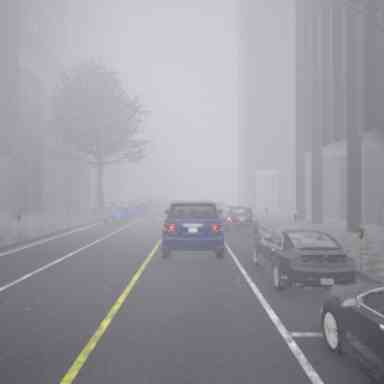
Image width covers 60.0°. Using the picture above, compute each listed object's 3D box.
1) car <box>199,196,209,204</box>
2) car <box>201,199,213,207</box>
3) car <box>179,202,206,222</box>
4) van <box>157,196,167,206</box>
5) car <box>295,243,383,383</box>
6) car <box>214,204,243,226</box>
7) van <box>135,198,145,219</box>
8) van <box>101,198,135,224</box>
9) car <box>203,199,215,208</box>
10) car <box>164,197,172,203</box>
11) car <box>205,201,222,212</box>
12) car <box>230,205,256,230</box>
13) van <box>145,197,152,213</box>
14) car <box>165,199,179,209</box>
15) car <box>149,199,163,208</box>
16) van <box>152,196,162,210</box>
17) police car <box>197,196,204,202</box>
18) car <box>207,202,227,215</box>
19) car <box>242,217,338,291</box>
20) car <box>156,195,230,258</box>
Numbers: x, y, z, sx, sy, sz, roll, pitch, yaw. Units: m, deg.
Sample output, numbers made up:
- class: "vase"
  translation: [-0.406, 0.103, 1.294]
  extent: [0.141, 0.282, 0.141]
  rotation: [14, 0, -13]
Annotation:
- class: "car"
  translation: [2.698, 1.796, 76.401]
  extent: [2.192, 1.841, 5.009]
  rotation: [0, 0, 0]
- class: "car"
  translation: [2.712, 1.935, 59.543]
  extent: [1.947, 1.339, 4.313]
  rotation: [0, 0, 0]
- class: "car"
  translation: [0.043, 1.669, 29.321]
  extent: [2.128, 1.511, 4.902]
  rotation: [0, 0, 0]
- class: "van"
  translation: [-5.817, 1.747, 65.147]
  extent: [1.690, 1.788, 3.998]
  rotation: [0, 0, 0]
- class: "car"
  translation: [2.761, 1.571, 3.356]
  extent: [2.008, 1.369, 4.403]
  rotation: [0, 0, 0]
- class: "car"
  translation: [2.741, 1.682, 26.001]
  extent: [1.752, 1.417, 4.829]
  rotation: [0, 0, 0]
- class: "van"
  translation: [-5.788, 1.531, 31.437]
  extent: [1.690, 1.788, 3.998]
  rotation: [0, 0, 0]
- class: "van"
  translation: [-5.783, 1.497, 25.819]
  extent: [1.690, 1.788, 3.998]
  rotation: [0, 0, 0]
- class: "car"
  translation: [2.717, 1.859, 54.094]
  extent: [1.752, 1.417, 4.829]
  rotation: [0, 0, 0]
- class: "car"
  translation: [-5.832, 2.044, 81.830]
  extent: [1.752, 1.417, 4.829]
  rotation: [0, 0, 0]
- class: "car"
  translation: [2.727, 1.826, 42.686]
  extent: [1.947, 1.339, 4.313]
  rotation: [0, 0, 0]
- class: "car"
  translation: [2.747, 1.561, 20.213]
  extent: [1.967, 1.590, 4.097]
  rotation: [0, 0, 0]
- class: "van"
  translation: [-5.793, 1.566, 37.055]
  extent: [1.690, 1.788, 3.998]
  rotation: [0, 0, 0]
- class: "car"
  translation: [-3.119, 1.886, 52.274]
  extent: [1.994, 1.385, 4.181]
  rotation: [0, 0, 0]
- class: "car"
  translation: [-5.808, 1.877, 53.908]
  extent: [1.887, 1.381, 4.507]
  rotation: [0, 0, 0]
- class: "van"
  translation: [-5.803, 1.638, 48.292]
  extent: [1.690, 1.788, 3.998]
  rotation: [0, 0, 0]
- class: "police car"
  translation: [2.288, 2.013, 91.731]
  extent: [1.930, 1.638, 5.238]
  rotation: [0, 0, 0]
- class: "car"
  translation: [2.732, 1.791, 37.068]
  extent: [1.947, 1.339, 4.313]
  rotation: [0, 0, 0]
- class: "car"
  translation: [2.756, 1.605, 8.975]
  extent: [2.008, 1.369, 4.403]
  rotation: [0, 0, 0]
- class: "car"
  translation: [0.052, 1.303, 13.209]
  extent: [2.150, 2.045, 5.566]
  rotation: [0, 0, 0]
